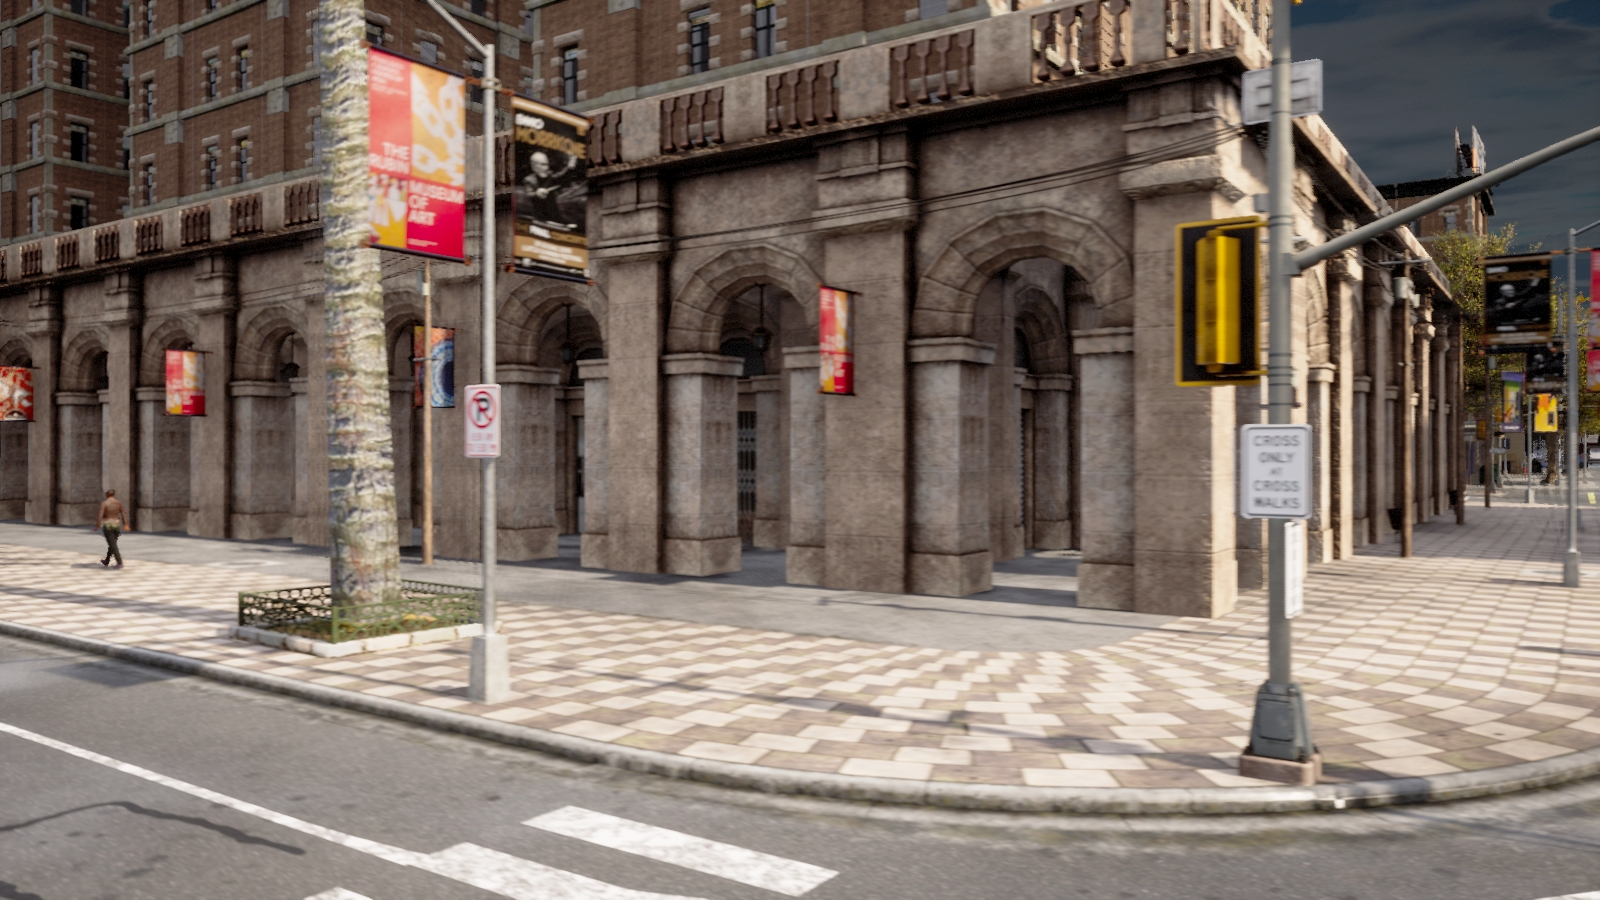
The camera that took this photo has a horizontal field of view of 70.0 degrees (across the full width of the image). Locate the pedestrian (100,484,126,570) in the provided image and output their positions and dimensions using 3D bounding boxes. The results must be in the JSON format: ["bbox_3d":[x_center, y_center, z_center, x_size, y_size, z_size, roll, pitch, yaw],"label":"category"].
[{"bbox_3d":[-15.197,1.695,25.288,0.375,1.860,0.375,0,0,36],"label":"pedestrian"}]
